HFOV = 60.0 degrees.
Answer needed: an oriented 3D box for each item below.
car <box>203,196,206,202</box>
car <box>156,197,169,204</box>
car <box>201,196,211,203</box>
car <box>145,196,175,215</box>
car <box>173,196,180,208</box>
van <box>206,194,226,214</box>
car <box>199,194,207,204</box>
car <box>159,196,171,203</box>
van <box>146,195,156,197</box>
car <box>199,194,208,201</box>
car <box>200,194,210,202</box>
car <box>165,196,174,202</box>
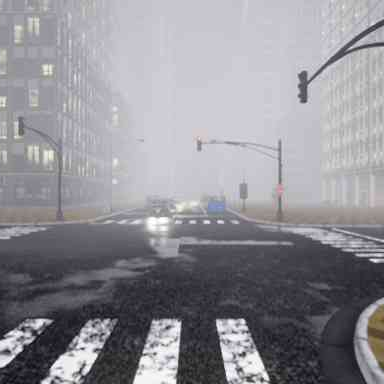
[{"bbox_3d":[2.693,1.560,41.491,1.887,1.381,4.507,0,0,0],"label":"car"},{"bbox_3d":[-5.586,1.589,63.692,1.947,1.339,4.313,0,0,0],"label":"car"},{"bbox_3d":[2.826,1.569,69.184,1.887,1.381,4.507,0,0,0],"label":"car"},{"bbox_3d":[-3.176,1.504,33.341,2.128,1.511,4.902,0,0,-1],"label":"car"},{"bbox_3d":[-3.101,1.564,44.403,2.033,1.411,5.357,0,0,0],"label":"car"},{"bbox_3d":[2.752,1.354,35.953,1.690,1.788,3.998,0,0,0],"label":"van"},{"bbox_3d":[2.795,1.338,63.645,2.192,1.841,5.009,0,0,0],"label":"car"},{"bbox_3d":[-5.554,1.575,69.231,2.008,1.369,4.403,0,0,0],"label":"car"},{"bbox_3d":[-5.679,1.359,47.075,1.690,1.788,3.998,0,0,0],"label":"van"},{"bbox_3d":[2.921,1.342,85.803,2.192,1.841,5.009,0,0,0],"label":"car"},{"bbox_3d":[2.858,1.340,74.725,2.192,1.841,5.009,0,0,0],"label":"car"},{"bbox_3d":[-5.491,1.609,80.310,1.802,1.307,4.206,0,0,0],"label":"car"}]
